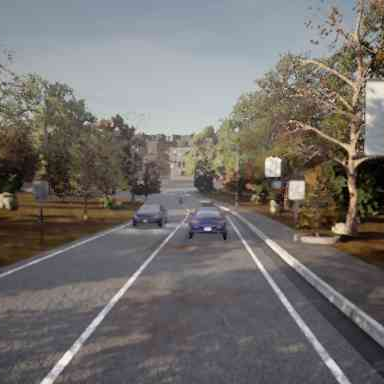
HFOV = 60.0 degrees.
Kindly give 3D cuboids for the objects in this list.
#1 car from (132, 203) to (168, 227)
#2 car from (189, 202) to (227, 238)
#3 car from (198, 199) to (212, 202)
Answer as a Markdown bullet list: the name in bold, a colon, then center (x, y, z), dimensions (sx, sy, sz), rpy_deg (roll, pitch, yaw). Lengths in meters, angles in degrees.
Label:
- **car**: center (-2.670, 1.454, 22.074), dimensions (1.812, 1.442, 4.674), rpy_deg (0, 0, 3)
- **car**: center (0.824, 1.492, 17.242), dimensions (1.812, 1.442, 4.674), rpy_deg (0, 0, 3)
- **car**: center (1.365, 1.438, 35.101), dimensions (1.812, 1.442, 4.674), rpy_deg (0, 0, 0)
